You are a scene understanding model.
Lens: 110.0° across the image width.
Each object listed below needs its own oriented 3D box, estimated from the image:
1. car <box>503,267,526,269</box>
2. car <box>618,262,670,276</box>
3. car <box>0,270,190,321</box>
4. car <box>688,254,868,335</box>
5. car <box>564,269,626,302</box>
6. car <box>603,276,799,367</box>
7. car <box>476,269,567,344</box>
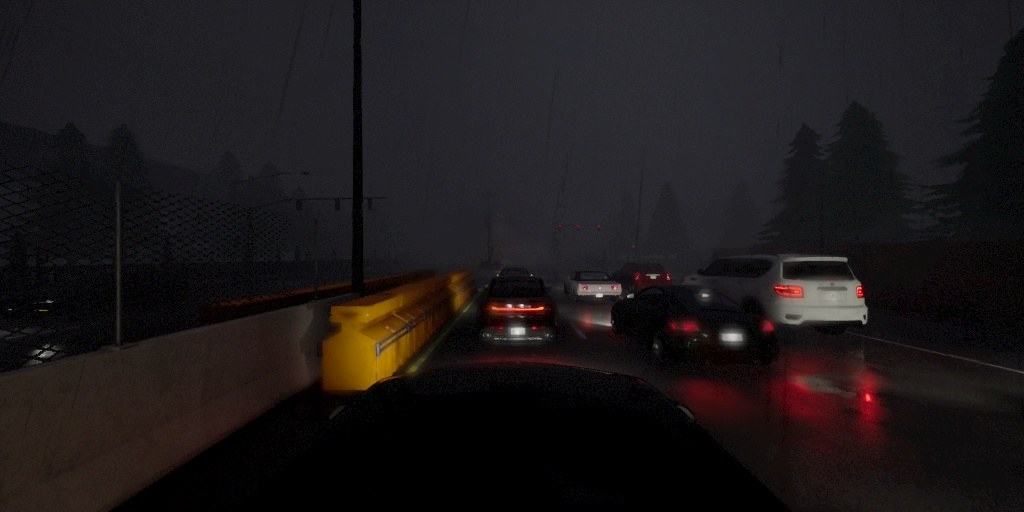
[{"bbox_3d":[0.137,1.297,19.080,2.033,1.411,5.357,0,0,0],"label":"car"},{"bbox_3d":[7.142,1.101,20.221,2.097,1.767,4.553,0,0,0],"label":"car"},{"bbox_3d":[-14.019,1.255,12.494,1.837,1.490,4.892,0,0,1],"label":"car"},{"bbox_3d":[7.121,0.971,10.635,2.150,2.045,5.566,0,0,0],"label":"car"},{"bbox_3d":[3.635,1.350,17.116,1.895,1.301,4.718,0,0,0],"label":"car"},{"bbox_3d":[3.622,1.314,7.934,1.994,1.385,4.181,0,0,-1],"label":"car"},{"bbox_3d":[0.118,1.254,9.563,1.837,1.490,4.892,0,0,0],"label":"car"}]
